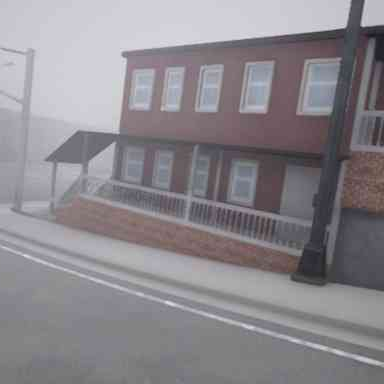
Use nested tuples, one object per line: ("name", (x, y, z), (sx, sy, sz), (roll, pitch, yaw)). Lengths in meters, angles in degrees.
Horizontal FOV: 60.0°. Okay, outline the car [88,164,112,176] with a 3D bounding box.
("car", (-12.981, -3.050, 45.366), (1.994, 1.385, 4.181), (11, 7, 35))
